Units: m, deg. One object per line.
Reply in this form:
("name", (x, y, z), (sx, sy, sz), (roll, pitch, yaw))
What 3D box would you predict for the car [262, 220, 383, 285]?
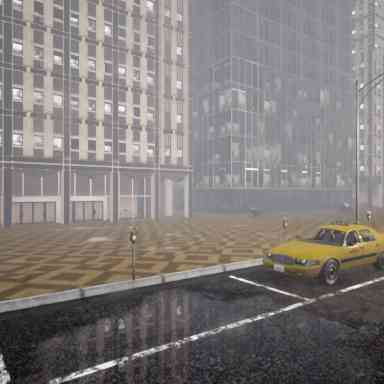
("car", (4.068, 1.526, 9.479), (4.829, 1.417, 1.752), (0, 0, -36))
